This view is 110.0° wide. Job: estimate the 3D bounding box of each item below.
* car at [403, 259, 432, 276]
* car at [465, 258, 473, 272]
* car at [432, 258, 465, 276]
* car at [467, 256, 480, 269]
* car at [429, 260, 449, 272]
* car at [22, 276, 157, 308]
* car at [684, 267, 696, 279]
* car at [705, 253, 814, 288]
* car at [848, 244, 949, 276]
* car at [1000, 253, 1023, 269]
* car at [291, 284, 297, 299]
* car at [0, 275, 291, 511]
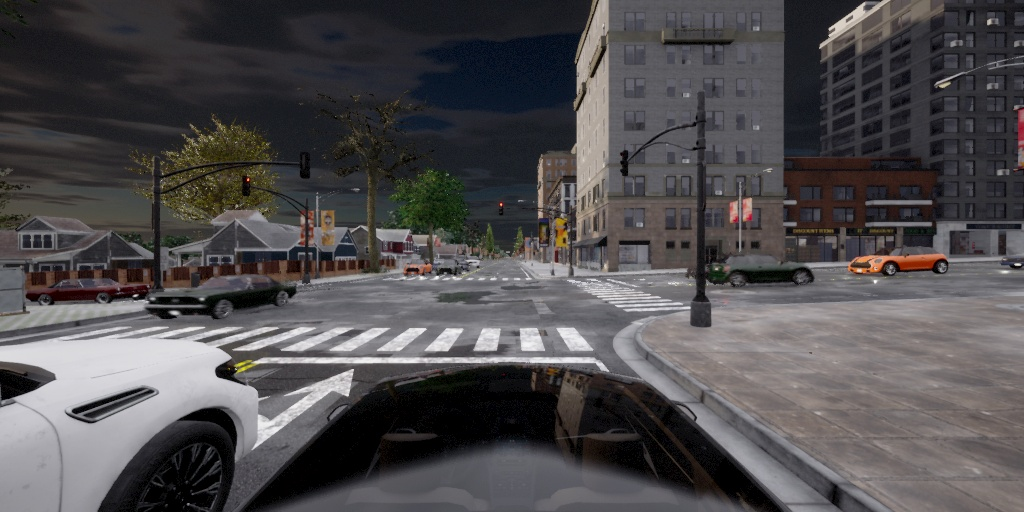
[{"bbox_3d":[-9.870,1.125,37.813,2.097,1.767,4.553,0,0,0],"label":"car"},{"bbox_3d":[-6.633,1.353,47.116,1.994,1.385,4.181,0,0,0],"label":"car"},{"bbox_3d":[-6.609,1.125,37.753,2.097,1.767,4.553,0,0,0],"label":"car"},{"bbox_3d":[-6.628,1.046,59.859,2.150,2.045,5.566,0,0,0],"label":"car"},{"bbox_3d":[-9.876,1.319,48.896,1.812,1.442,4.674,0,0,-1],"label":"car"},{"bbox_3d":[-21.635,1.809,18.518,4.718,1.301,1.895,-2,0,0],"label":"car"},{"bbox_3d":[13.511,0.796,21.866,5.357,1.411,2.033,-2,0,0],"label":"car"},{"bbox_3d":[12.827,0.636,18.623,4.553,1.767,2.097,-2,0,3],"label":"car"},{"bbox_3d":[23.431,0.222,21.896,4.553,1.767,2.097,-2,0,0],"label":"car"},{"bbox_3d":[33.571,0.041,21.927,5.357,1.411,2.033,-2,0,0],"label":"car"},{"bbox_3d":[-9.863,1.359,12.685,1.895,1.301,4.718,0,0,0],"label":"car"},{"bbox_3d":[-3.146,0.972,0.535,2.150,2.045,5.566,0,0,0],"label":"car"}]
